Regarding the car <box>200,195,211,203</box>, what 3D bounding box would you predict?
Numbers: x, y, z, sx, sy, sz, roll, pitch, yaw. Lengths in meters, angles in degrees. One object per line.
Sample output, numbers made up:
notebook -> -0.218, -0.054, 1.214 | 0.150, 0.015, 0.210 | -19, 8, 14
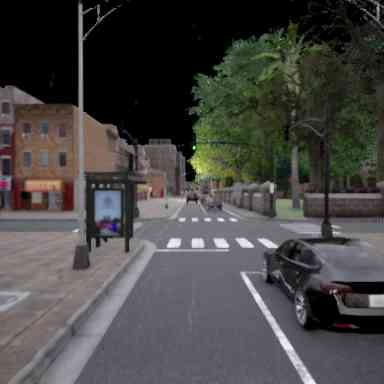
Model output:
car -> 2.617, 1.362, 66.462 | 1.967, 1.590, 4.097 | -1, 0, 0

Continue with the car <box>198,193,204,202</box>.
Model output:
car -> 2.616, 1.223, 55.560 | 2.192, 1.841, 5.009 | -1, 0, 0

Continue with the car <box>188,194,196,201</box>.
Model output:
car -> -0.005, 1.270, 74.188 | 1.837, 1.490, 4.892 | 0, 0, 0

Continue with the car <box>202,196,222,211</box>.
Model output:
car -> 2.623, 1.455, 39.210 | 2.008, 1.369, 4.403 | -1, 0, 0

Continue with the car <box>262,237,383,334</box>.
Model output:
car -> 2.627, 1.540, 6.696 | 1.947, 1.339, 4.313 | -1, 0, 0

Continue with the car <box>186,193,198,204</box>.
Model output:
car -> -0.004, 1.139, 63.798 | 2.150, 2.045, 5.566 | 0, 0, 0

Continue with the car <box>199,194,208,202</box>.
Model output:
car -> 2.615, 1.386, 77.362 | 1.967, 1.590, 4.097 | -1, 0, 0

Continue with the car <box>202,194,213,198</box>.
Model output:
car -> 2.621, 1.428, 44.829 | 1.752, 1.417, 4.829 | -1, 0, 0

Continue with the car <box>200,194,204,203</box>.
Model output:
car -> 2.621, 1.454, 50.111 | 2.008, 1.369, 4.403 | -1, 0, 0

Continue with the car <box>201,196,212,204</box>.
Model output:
car -> 2.619, 1.440, 61.181 | 1.752, 1.417, 4.829 | -1, 0, 0

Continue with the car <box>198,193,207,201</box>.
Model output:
car -> 2.612, 1.277, 82.813 | 2.192, 1.841, 5.009 | -1, 0, 0
